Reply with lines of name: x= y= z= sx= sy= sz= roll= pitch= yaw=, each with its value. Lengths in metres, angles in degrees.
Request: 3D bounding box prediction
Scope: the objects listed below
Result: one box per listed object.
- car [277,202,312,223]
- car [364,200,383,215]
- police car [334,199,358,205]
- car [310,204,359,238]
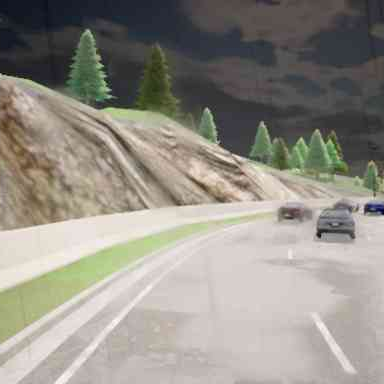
car: x=8.281 y=1.546 z=26.418 sx=1.882 sy=1.535 sz=5.008 roll=0 pitch=0 yaw=32
car: x=19.837 y=1.594 z=35.585 sx=1.882 sy=1.535 sz=5.008 roll=0 pitch=0 yaw=39
police car: x=18.134 y=1.619 z=39.076 sx=2.038 sy=1.542 sz=4.974 roll=0 pitch=-1 yaw=39
car: x=7.887 y=1.601 z=18.168 sx=2.033 sy=1.411 sz=5.357 roll=0 pitch=0 yaw=24
